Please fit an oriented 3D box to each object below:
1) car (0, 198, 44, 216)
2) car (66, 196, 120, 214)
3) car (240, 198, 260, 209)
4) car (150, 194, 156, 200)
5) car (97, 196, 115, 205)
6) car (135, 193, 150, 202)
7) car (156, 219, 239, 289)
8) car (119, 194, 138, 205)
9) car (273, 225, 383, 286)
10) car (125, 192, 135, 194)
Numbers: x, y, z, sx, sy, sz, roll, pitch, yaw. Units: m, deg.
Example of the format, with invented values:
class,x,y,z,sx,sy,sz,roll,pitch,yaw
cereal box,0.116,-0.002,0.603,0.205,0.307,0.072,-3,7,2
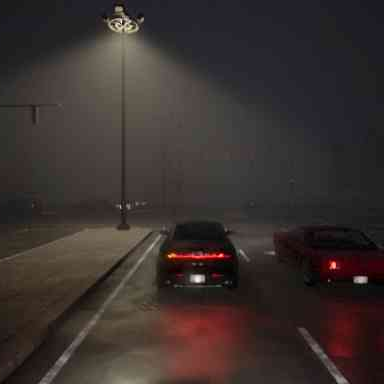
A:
class,x,y,z,sx,sy,sz,roll,pitch,yaw
car,-16.278,1.301,30.882,4.553,1.767,2.097,0,0,6
car,-10.326,1.435,33.922,4.902,1.511,2.128,0,0,7
car,7.440,1.492,42.867,1.994,1.385,4.181,0,0,0
car,-10.714,1.228,88.155,1.837,1.490,4.892,0,0,1
car,-14.618,1.433,56.683,1.812,1.442,4.674,0,0,1
car,-10.922,1.476,72.164,1.895,1.301,4.718,0,0,0
car,0.144,1.490,9.102,1.837,1.490,4.892,0,0,1
car,-11.119,1.470,56.841,1.994,1.385,4.181,0,0,1
car,3.648,1.585,9.341,1.895,1.301,4.718,0,0,1
car,-14.424,1.106,71.999,2.150,2.045,5.566,0,0,0
